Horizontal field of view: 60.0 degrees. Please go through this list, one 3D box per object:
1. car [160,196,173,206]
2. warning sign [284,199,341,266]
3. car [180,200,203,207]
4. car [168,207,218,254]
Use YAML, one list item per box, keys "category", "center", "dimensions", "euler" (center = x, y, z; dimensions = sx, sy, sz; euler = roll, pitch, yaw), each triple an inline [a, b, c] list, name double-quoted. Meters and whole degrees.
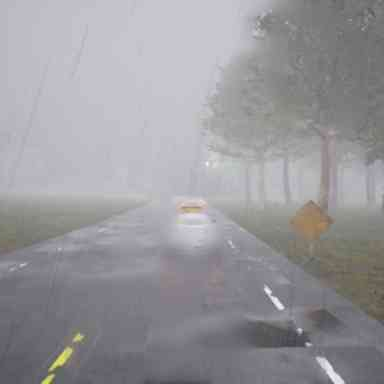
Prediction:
- category: "car"
  center: [-3.898, 1.379, 51.472]
  dimensions: [2.033, 1.411, 5.357]
  euler: [0, 0, 0]
- category: "warning sign"
  center: [3.527, 1.139, 9.867]
  dimensions: [1.300, 1.860, 1.060]
  euler: [-1, -1, 0]
- category: "car"
  center: [-0.037, 1.442, 29.118]
  dimensions: [1.882, 1.535, 5.008]
  euler: [0, 0, 0]
- category: "car"
  center: [0.044, 1.546, 13.553]
  dimensions: [1.812, 1.442, 4.674]
  euler: [0, 0, 0]
